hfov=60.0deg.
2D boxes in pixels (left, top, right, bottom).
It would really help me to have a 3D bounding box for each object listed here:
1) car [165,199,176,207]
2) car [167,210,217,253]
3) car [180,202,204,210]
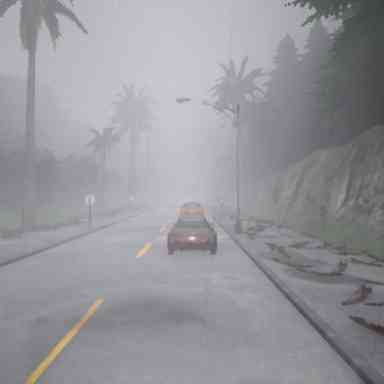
[{"bbox_3d":[-4.030,2.091,62.878,1.882,1.535,5.008,0,0,1],"label":"car"},{"bbox_3d":[0.007,1.705,14.281,1.994,1.385,4.181,0,-1,0],"label":"car"},{"bbox_3d":[0.000,1.635,29.096,2.097,1.767,4.553,0,-1,0],"label":"car"}]
